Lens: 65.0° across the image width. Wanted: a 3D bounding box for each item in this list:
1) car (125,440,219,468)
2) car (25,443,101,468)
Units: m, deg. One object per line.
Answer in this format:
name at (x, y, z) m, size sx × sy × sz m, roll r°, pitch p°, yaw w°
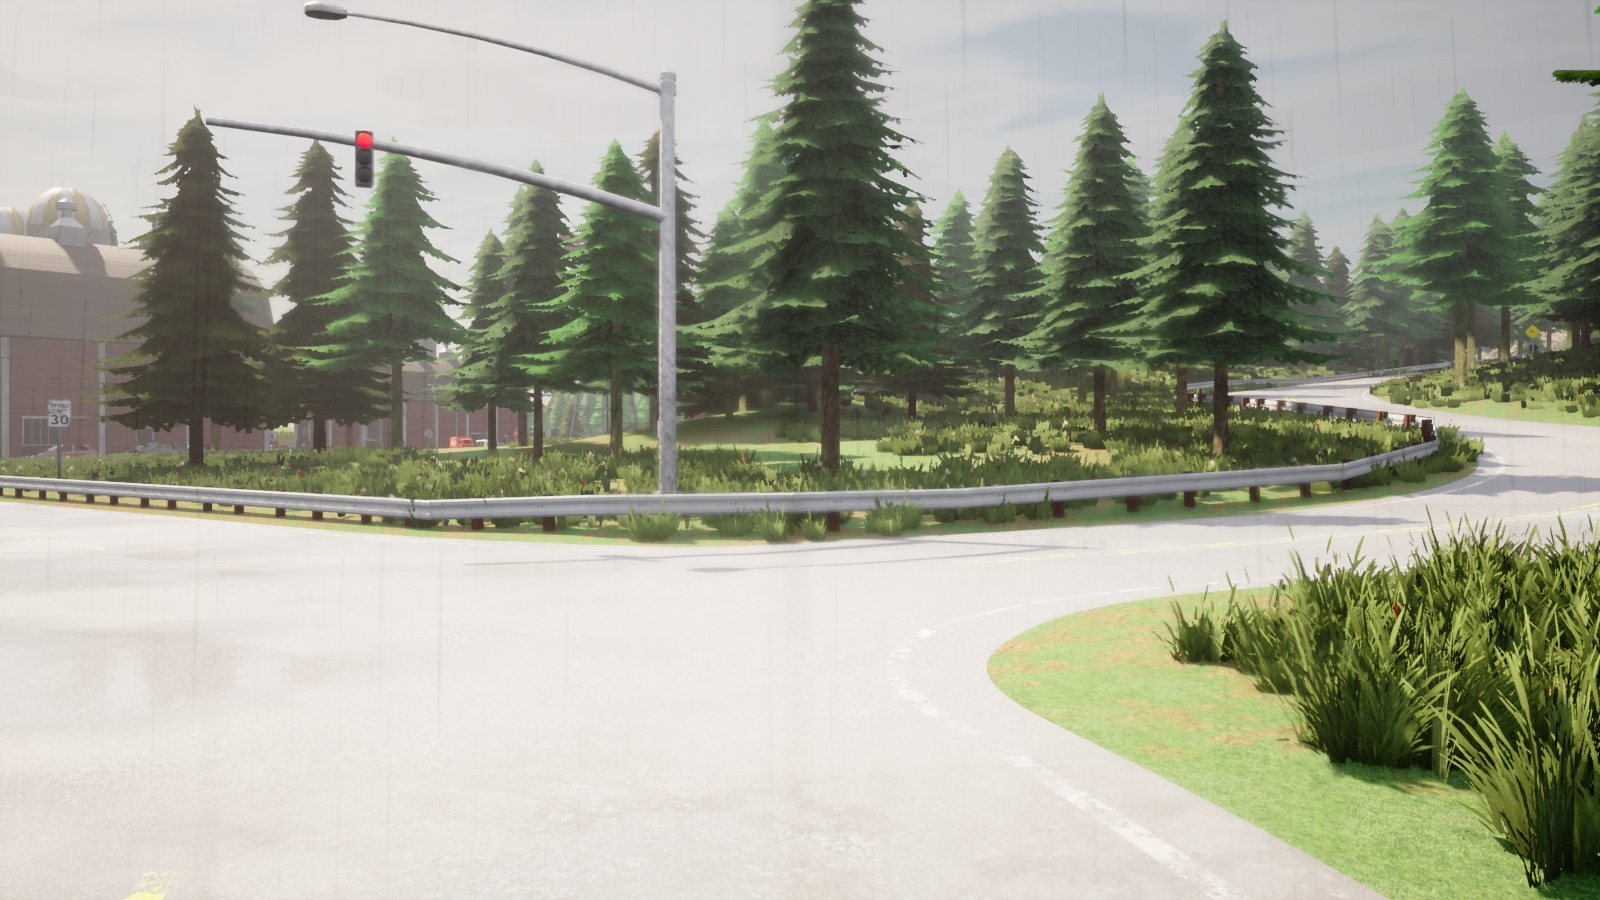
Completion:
car at (-39.242, 0.228, 78.600) m, size 2.033 × 1.649 × 4.856 m, roll 0°, pitch 0°, yaw 40°
car at (-45.148, 0.316, 76.977) m, size 1.845 × 1.501 × 3.633 m, roll 0°, pitch 0°, yaw 40°
